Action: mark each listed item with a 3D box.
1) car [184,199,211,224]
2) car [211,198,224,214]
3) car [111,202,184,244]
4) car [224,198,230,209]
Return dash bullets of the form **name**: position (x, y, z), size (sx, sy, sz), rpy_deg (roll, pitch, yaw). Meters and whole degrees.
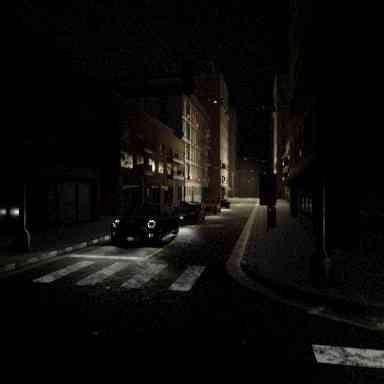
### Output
- **car**: position (-0.194, 1.450, 24.710), size (2.128, 1.511, 4.902), rpy_deg (0, 0, 12)
- **car**: position (1.817, 1.417, 34.127), size (1.882, 1.535, 5.008), rpy_deg (0, 0, 12)
- **car**: position (-2.073, 1.326, 15.770), size (2.097, 1.767, 4.553), rpy_deg (0, 0, 12)
- **car**: position (3.927, 1.480, 43.863), size (1.994, 1.385, 4.181), rpy_deg (0, 0, 13)
